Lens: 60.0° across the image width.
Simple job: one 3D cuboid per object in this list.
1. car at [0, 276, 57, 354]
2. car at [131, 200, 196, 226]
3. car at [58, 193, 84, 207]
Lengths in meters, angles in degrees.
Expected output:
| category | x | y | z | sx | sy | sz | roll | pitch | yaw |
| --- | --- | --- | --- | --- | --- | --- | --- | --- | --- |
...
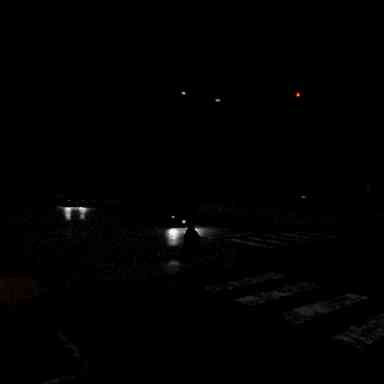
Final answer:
| category | x | y | z | sx | sy | sz | roll | pitch | yaw |
| --- | --- | --- | --- | --- | --- | --- | --- | --- | --- |
| car | -4.154 | 1.525 | 3.698 | 4.829 | 1.417 | 1.752 | 0 | 0 | -35 |
| car | -1.988 | 1.226 | 20.739 | 2.033 | 1.411 | 5.357 | 0 | 1 | -36 |
| car | -13.354 | 0.848 | 36.663 | 1.812 | 1.442 | 4.674 | 0 | 1 | -35 |
